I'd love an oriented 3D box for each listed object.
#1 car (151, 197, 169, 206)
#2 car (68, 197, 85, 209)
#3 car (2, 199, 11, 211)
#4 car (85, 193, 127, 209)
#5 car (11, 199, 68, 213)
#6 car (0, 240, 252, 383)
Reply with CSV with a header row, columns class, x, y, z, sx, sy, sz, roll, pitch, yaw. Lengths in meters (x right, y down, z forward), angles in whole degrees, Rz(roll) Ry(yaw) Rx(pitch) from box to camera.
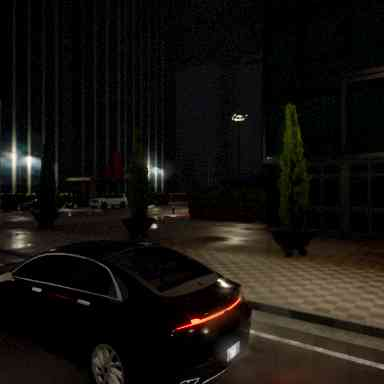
class,x,y,z,sx,sy,sz,roll,pitch,yaw
car,-5.549,1.564,53.853,1.994,1.385,4.181,0,0,35
car,-15.373,1.505,45.990,1.837,1.490,4.892,0,0,35
car,-21.024,1.547,37.948,2.033,1.411,5.357,0,0,35
car,-11.355,1.221,45.619,2.150,2.045,5.566,0,0,35
car,-17.077,1.491,37.484,2.128,1.511,4.902,0,0,35
car,-1.513,1.505,5.085,4.892,1.490,1.837,0,0,36
